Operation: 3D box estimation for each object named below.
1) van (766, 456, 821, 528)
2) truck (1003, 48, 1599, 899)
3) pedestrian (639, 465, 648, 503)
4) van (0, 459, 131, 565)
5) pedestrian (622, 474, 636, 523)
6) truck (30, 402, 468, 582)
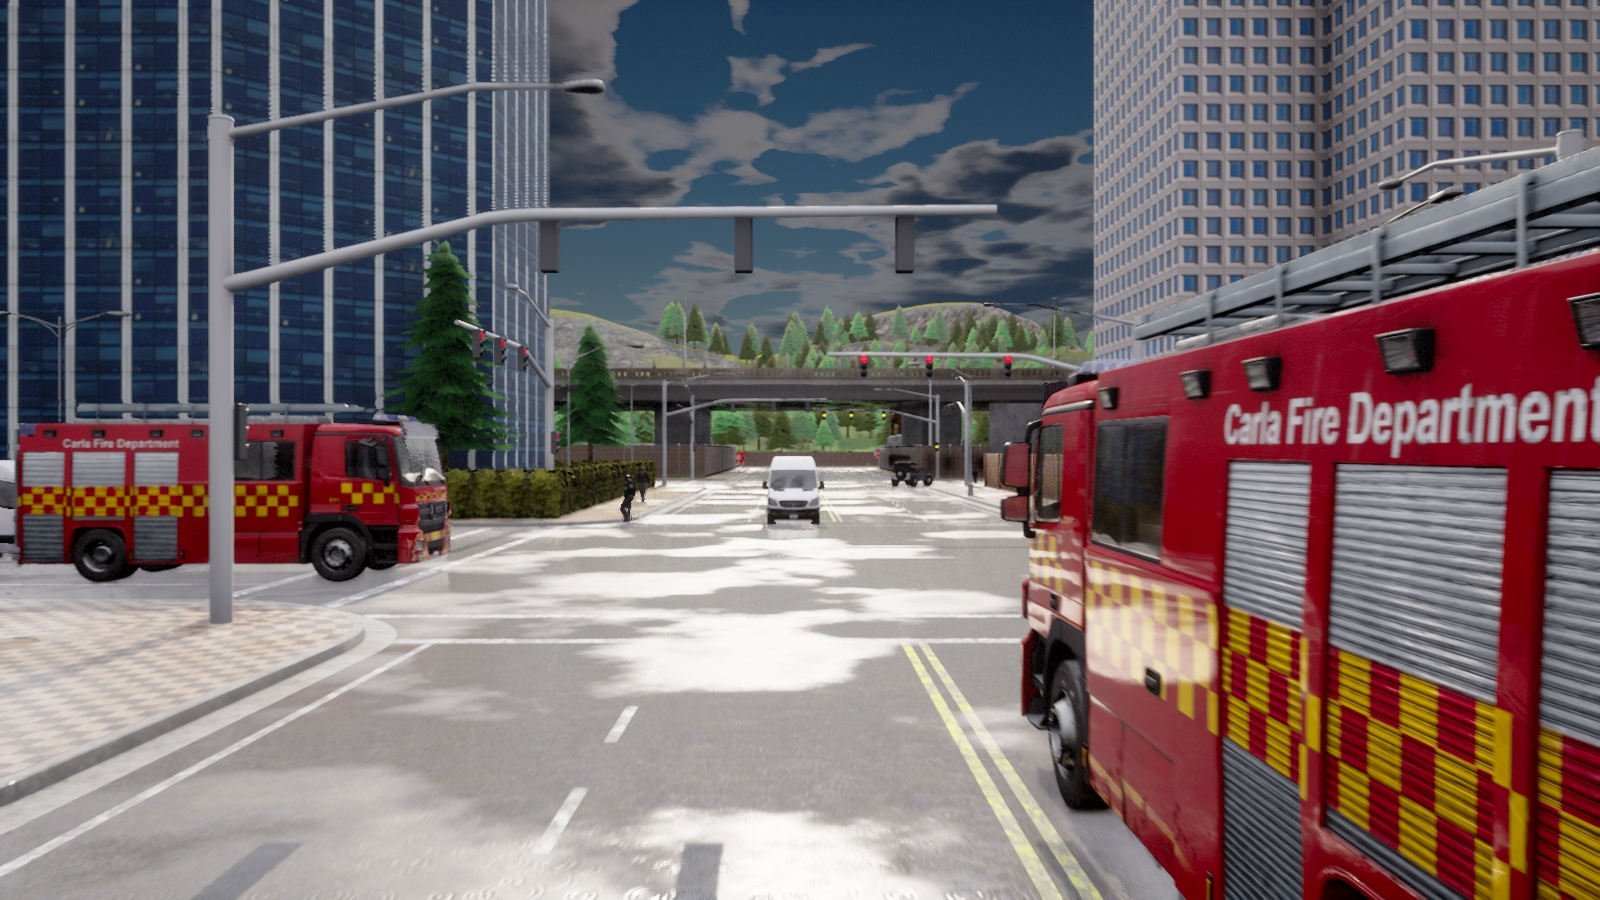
[{"bbox_3d":[-0.263,1.527,44.168,1.988,2.561,5.915,0,0,-1],"label":"van"},{"bbox_3d":[3.448,0.890,6.916,2.891,3.827,8.468,0,0,0],"label":"truck"},{"bbox_3d":[-7.802,1.685,56.826,0.375,1.860,0.375,0,0,2],"label":"pedestrian"},{"bbox_3d":[-20.455,1.528,28.888,5.915,2.561,1.988,0,0,0],"label":"van"},{"bbox_3d":[-6.476,1.840,43.371,0.375,1.860,0.375,0,0,36],"label":"pedestrian"},{"bbox_3d":[-12.124,0.885,25.736,8.468,3.827,2.891,0,0,-1],"label":"truck"}]
